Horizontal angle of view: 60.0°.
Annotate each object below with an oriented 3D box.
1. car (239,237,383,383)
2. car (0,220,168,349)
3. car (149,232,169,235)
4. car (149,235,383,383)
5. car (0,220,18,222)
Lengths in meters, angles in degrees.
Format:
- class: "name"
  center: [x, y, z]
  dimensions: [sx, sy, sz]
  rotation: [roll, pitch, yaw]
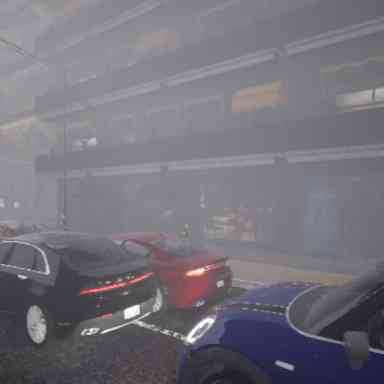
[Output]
- class: "car"
  center: [3.183, 1.549, 4.290]
  dimensions: [4.829, 1.417, 1.752]
  rotation: [0, -1, 36]
- class: "car"
  center: [-2.851, 1.529, 6.341]
  dimensions: [4.892, 1.490, 1.837]
  rotation: [0, 0, 36]
- class: "car"
  center: [-1.284, 1.575, 7.501]
  dimensions: [4.507, 1.381, 1.887]
  rotation: [0, -1, 36]
- class: "car"
  center: [2.057, 1.368, 2.838]
  dimensions: [4.553, 1.767, 2.097]
  rotation: [0, 0, 36]
- class: "car"
  center: [-5.888, 1.582, 10.811]
  dimensions: [4.507, 1.381, 1.887]
  rotation: [0, -1, 36]
